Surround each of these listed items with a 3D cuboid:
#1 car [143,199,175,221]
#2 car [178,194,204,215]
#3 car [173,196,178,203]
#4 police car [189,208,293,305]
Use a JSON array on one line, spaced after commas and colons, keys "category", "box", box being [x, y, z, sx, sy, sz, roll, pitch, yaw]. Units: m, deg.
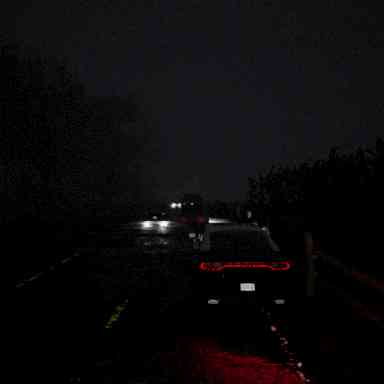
[{"category": "car", "box": [-2.789, 1.543, 27.602, 2.033, 1.411, 5.357, 0, 0, 0]}, {"category": "car", "box": [0.017, 1.216, 33.817, 2.150, 2.045, 5.566, 0, 0, 0]}, {"category": "car", "box": [-2.838, 1.486, 64.672, 2.128, 1.511, 4.902, 0, 0, 0]}, {"category": "police car", "box": [0.950, 1.423, 8.281, 1.930, 1.638, 5.238, 0, 0, 0]}]
